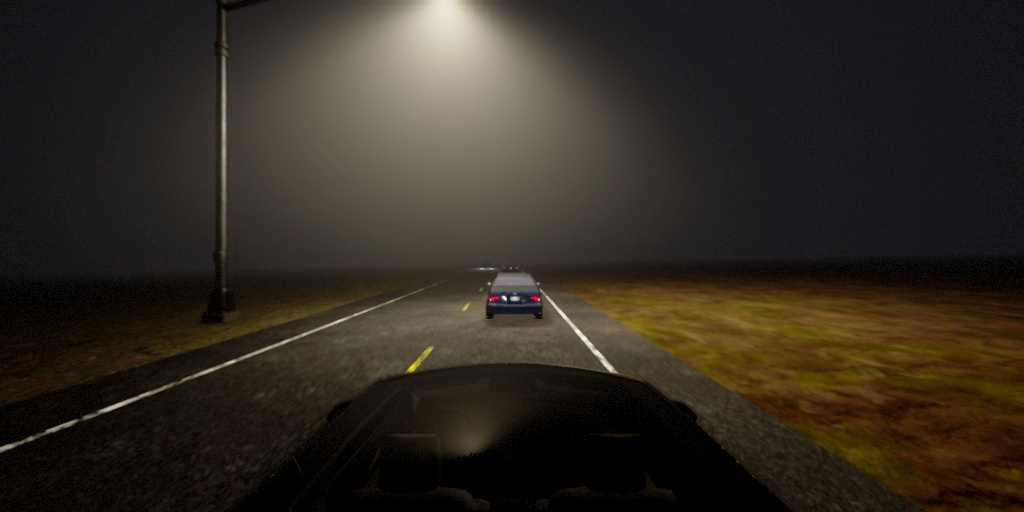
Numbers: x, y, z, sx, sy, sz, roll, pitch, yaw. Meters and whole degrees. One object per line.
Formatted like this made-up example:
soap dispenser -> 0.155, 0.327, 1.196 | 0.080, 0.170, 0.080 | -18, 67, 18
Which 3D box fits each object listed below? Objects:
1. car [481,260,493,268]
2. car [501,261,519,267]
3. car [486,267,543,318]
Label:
car -> -4.197, 1.355, 60.691 | 1.895, 1.301, 4.718 | 0, 0, -1
car -> -0.172, 1.288, 39.033 | 2.033, 1.411, 5.357 | 0, 0, -1
car -> 0.067, 1.289, 12.921 | 2.033, 1.411, 5.357 | 0, 0, 0
